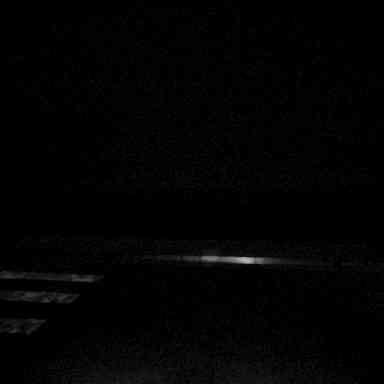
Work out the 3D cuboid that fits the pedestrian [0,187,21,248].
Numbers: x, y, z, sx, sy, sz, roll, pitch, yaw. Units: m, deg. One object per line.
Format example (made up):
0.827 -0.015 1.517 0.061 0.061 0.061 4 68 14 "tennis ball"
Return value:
-5.494 0.674 9.902 0.375 1.860 0.375 0 3 7 "pedestrian"
